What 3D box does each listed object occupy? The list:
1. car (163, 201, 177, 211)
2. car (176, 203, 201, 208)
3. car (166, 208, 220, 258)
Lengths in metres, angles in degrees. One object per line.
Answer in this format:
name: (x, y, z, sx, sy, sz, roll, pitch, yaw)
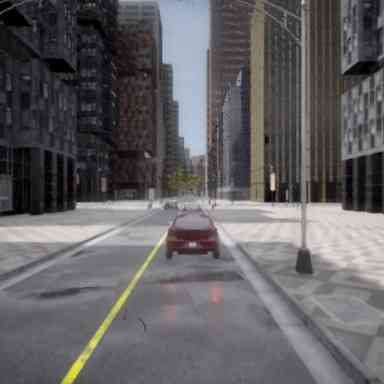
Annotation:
car: (-3.051, 2.006, 48.847, 1.994, 1.385, 4.181, 0, -1, 1)
car: (0.045, 1.745, 27.343, 2.128, 1.511, 4.902, 0, 0, 1)
car: (0.052, 1.603, 13.290, 1.882, 1.535, 5.008, 0, -1, 1)
